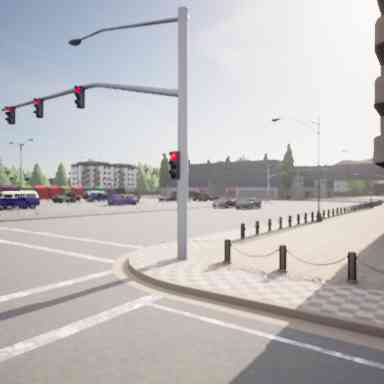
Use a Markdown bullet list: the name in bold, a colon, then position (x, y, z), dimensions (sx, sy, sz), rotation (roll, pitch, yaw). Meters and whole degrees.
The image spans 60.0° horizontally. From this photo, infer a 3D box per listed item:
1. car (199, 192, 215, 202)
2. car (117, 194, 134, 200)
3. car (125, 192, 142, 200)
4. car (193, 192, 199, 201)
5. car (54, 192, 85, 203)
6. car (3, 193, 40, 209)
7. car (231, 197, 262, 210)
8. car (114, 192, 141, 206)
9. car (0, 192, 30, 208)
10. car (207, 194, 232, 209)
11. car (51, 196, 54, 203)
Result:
- **car**: position (3.993, 1.024, 67.383), dimensions (1.932, 1.855, 4.605), rotation (0, 0, 36)
- **car**: position (-16.525, 1.134, 82.379), dimensions (1.970, 1.475, 3.806), rotation (0, 0, 36)
- **car**: position (-14.191, 0.909, 80.663), dimensions (1.905, 1.878, 3.866), rotation (0, 0, 36)
- **car**: position (1.687, 1.012, 69.132), dimensions (1.905, 1.878, 3.866), rotation (0, 0, 36)
- **car**: position (-24.497, 0.905, 66.495), dimensions (1.932, 1.855, 4.605), rotation (0, 0, 36)
- **car**: position (-24.349, 1.204, 47.809), dimensions (1.970, 1.475, 3.806), rotation (0, 0, 36)
- **car**: position (7.257, 1.465, 42.112), dimensions (1.837, 1.490, 4.892), rotation (0, 0, 36)
- **car**: position (-10.791, 1.235, 56.613), dimensions (1.970, 1.475, 3.806), rotation (0, 0, 36)
- **car**: position (-26.688, 1.158, 49.515), dimensions (1.784, 1.438, 3.905), rotation (0, 0, 36)
- **car**: position (4.585, 1.434, 44.386), dimensions (2.128, 1.511, 4.902), rotation (0, 0, 36)
- **car**: position (-26.800, 1.101, 68.253), dimensions (1.784, 1.438, 3.905), rotation (0, 0, 36)
